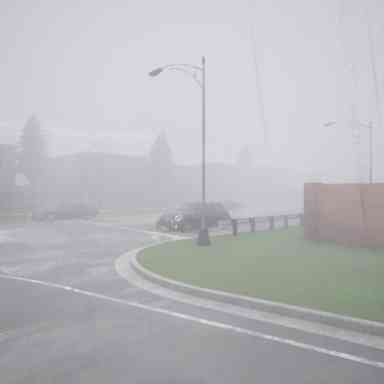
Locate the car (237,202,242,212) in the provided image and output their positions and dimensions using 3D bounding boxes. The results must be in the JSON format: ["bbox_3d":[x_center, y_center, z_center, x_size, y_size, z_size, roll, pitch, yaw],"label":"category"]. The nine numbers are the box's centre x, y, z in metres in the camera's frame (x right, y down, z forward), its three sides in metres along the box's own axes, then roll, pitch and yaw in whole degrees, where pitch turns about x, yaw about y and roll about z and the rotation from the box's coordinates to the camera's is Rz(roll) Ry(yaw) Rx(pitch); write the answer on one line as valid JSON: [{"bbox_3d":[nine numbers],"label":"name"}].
[{"bbox_3d":[3.341,1.477,36.368,5.008,1.535,1.882,0,0,-42],"label":"car"}]

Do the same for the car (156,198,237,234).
[{"bbox_3d":[0.134,1.351,19.188,4.553,1.767,2.097,0,0,-43],"label":"car"}]

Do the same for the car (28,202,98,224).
[{"bbox_3d":[-9.425,1.492,24.672,4.902,1.511,2.128,0,0,-42],"label":"car"}]
